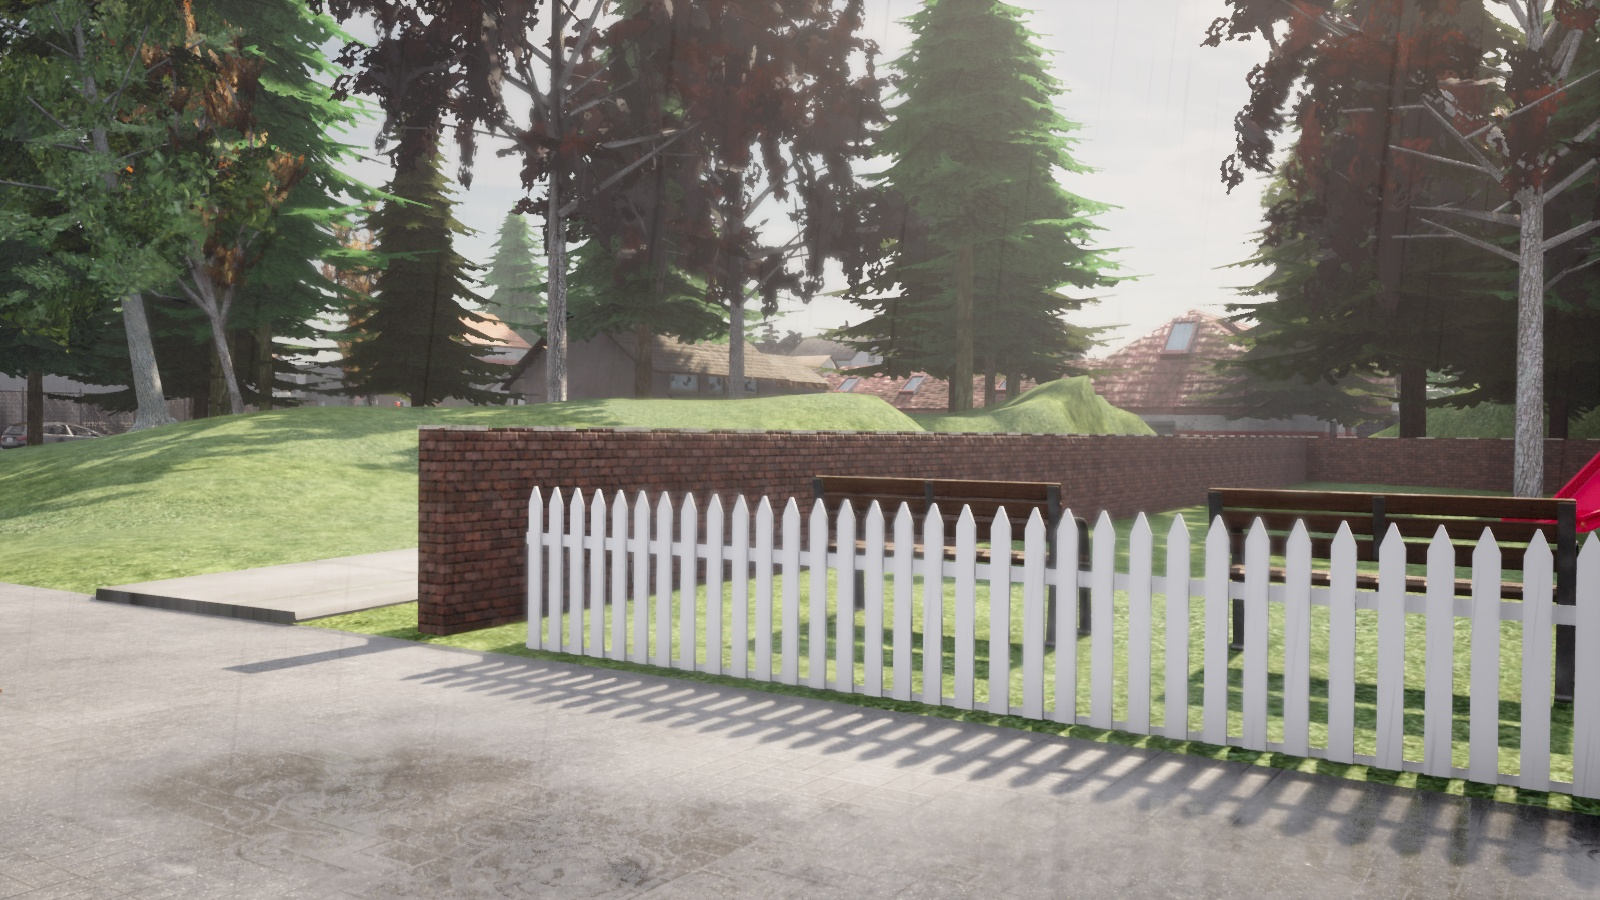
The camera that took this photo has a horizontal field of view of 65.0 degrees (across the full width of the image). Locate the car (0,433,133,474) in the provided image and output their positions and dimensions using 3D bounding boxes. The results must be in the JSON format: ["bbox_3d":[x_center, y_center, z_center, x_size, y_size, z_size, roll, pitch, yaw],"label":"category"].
[{"bbox_3d":[-31.537,0.125,53.893,2.242,1.667,4.611,0,1,33],"label":"car"}]
